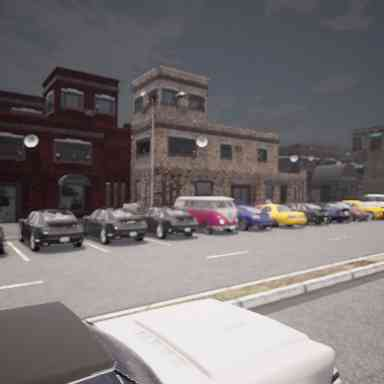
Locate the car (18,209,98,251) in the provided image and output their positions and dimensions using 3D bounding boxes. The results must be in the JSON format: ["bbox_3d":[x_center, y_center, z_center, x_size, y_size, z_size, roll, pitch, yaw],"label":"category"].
[{"bbox_3d":[-6.088,1.485,14.226,2.231,1.521,4.892,0,0,-36],"label":"car"}]

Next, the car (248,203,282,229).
[{"bbox_3d":[2.885,1.526,20.636,2.002,1.452,4.674,0,0,-36],"label":"car"}]

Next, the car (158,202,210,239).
[{"bbox_3d":[-1.601,1.484,17.429,2.231,1.521,4.892,0,0,-36],"label":"car"}]

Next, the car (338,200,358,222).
[{"bbox_3d":[9.599,1.529,25.468,2.163,1.488,4.792,0,0,-36],"label":"car"}]

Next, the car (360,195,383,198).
[{"bbox_3d":[16.332,1.270,30.273,2.435,2.045,5.566,0,0,-36],"label":"car"}]

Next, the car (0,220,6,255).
[{"bbox_3d":[-8.332,1.488,12.624,2.231,1.521,4.892,0,0,-36],"label":"car"}]

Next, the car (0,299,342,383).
[{"bbox_3d":[-0.964,1.600,2.445,4.718,1.301,1.895,0,0,-35],"label":"car"}]

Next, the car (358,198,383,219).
[{"bbox_3d":[14.101,1.513,28.653,2.097,1.535,5.008,0,0,-36],"label":"car"}]

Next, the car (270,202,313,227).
[{"bbox_3d":[5.021,1.487,22.391,1.946,1.575,5.366,0,0,-36],"label":"car"}]

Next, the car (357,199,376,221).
[{"bbox_3d":[11.858,1.545,27.048,2.002,1.452,4.674,0,0,-36],"label":"car"}]

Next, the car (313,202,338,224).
[{"bbox_3d":[7.375,1.495,23.837,2.231,1.521,4.892,0,0,-36],"label":"car"}]

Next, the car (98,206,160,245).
[{"bbox_3d":[-3.844,1.484,15.828,2.231,1.521,4.892,0,0,-36],"label":"car"}]

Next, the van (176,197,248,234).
[{"bbox_3d":[0.809,1.259,19.013,1.878,1.987,4.442,0,0,-35],"label":"van"}]
